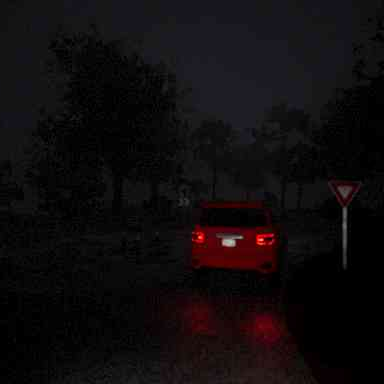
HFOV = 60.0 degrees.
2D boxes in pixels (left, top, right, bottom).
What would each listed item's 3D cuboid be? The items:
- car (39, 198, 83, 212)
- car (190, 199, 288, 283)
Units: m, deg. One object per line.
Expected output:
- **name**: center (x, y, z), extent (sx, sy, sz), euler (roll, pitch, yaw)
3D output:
- **car**: center (-15.559, 1.481, 39.636), extent (5.008, 1.535, 1.882), euler (0, -1, -43)
- **car**: center (1.612, 1.223, 9.998), extent (2.150, 2.045, 5.566), euler (0, 0, 17)
